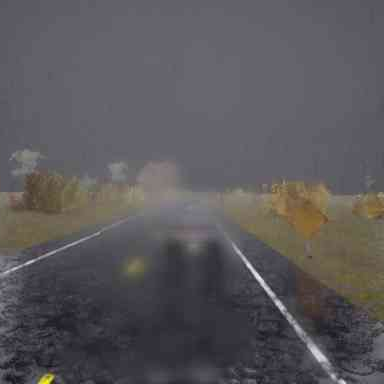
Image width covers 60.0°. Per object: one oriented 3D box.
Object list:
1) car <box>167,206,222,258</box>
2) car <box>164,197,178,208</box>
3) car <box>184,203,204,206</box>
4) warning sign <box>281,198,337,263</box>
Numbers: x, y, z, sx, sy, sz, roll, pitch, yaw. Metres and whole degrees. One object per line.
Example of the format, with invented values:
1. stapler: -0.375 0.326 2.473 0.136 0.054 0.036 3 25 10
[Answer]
1. car: 0.093 1.521 12.901 2.128 1.511 4.902 0 0 1
2. car: -3.278 1.595 51.825 1.882 1.535 5.008 0 0 1
3. car: 0.169 1.627 28.567 1.994 1.385 4.181 0 0 1
4. warning sign: 3.544 1.138 10.188 1.300 1.860 1.060 -1 -1 0
